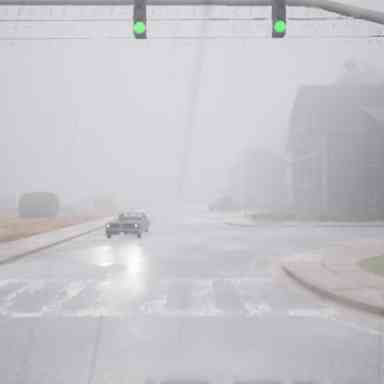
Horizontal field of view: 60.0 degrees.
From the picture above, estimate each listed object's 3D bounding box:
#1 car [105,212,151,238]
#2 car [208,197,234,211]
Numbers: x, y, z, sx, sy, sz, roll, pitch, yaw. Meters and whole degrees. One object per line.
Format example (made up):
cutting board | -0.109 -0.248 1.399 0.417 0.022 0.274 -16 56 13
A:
car | -3.593 1.843 19.213 1.895 1.301 4.718 0 -1 0
car | 4.132 1.742 47.806 1.905 1.878 3.866 -7 2 -42
